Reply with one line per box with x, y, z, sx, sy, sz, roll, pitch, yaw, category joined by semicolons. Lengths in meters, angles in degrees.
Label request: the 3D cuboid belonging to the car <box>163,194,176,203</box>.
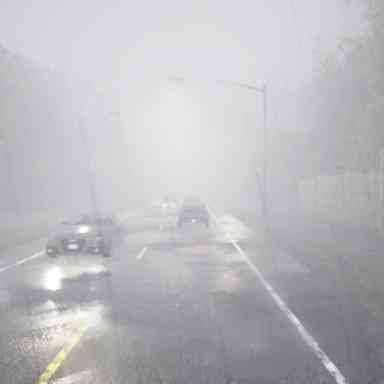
-3.564;1.020;53.233;1.895;1.301;4.718;0;1;1;car

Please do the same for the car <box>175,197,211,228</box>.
0.087;1.294;20.635;1.837;1.490;4.892;0;1;0;car

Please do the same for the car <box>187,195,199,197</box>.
0.096;1.053;40.046;1.882;1.535;5.008;0;1;0;car

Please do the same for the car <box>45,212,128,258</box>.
-3.604;1.444;12.067;1.994;1.385;4.181;0;1;0;car
